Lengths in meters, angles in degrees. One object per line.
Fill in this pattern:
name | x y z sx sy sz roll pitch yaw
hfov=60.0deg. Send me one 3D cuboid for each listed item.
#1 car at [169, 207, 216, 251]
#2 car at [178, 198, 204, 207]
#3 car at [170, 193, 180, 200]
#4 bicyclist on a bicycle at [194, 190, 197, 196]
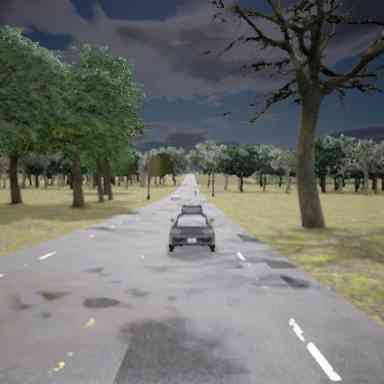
car | 0.006 1.586 14.362 1.812 1.442 4.674 0 0 0
car | 0.007 1.496 29.280 2.128 1.511 4.902 0 1 0
car | -3.494 0.927 70.951 1.812 1.442 4.674 0 1 0
bicyclist on a bicycle | 0.969 0.393 89.455 0.582 1.620 1.656 0 1 0
